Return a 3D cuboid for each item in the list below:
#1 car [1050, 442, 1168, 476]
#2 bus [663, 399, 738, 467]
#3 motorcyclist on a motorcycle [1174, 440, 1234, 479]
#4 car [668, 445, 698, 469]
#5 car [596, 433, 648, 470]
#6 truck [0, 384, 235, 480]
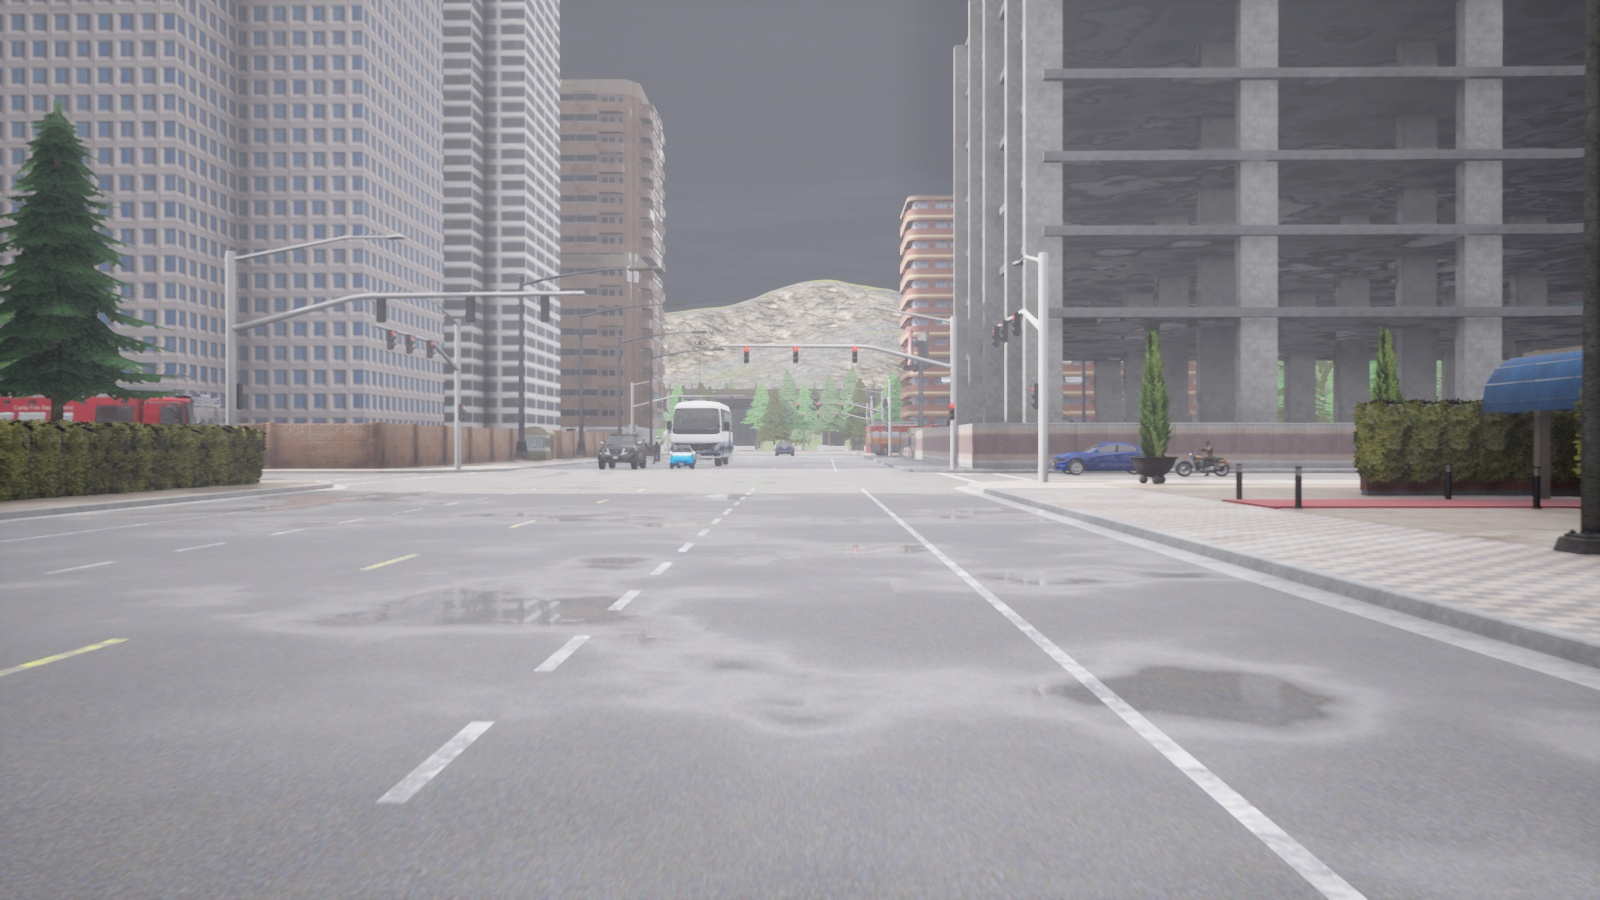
[{"bbox_3d":[14.235,0.408,58.099,5.008,1.535,1.882,0,0,1],"label":"car"},{"bbox_3d":[-6.499,-1.107,83.766,3.944,4.253,10.273,0,0,1],"label":"bus"},{"bbox_3d":[17.527,0.403,54.559,2.350,1.649,0.766,0,0,1],"label":"motorcyclist on a motorcycle"},{"bbox_3d":[-6.737,0.388,72.454,1.481,1.376,2.207,0,0,1],"label":"car"},{"bbox_3d":[-10.234,0.048,72.626,2.150,2.045,5.566,0,0,1],"label":"car"},{"bbox_3d":[-28.089,-0.732,51.611,8.468,3.827,2.891,0,0,1],"label":"truck"}]
